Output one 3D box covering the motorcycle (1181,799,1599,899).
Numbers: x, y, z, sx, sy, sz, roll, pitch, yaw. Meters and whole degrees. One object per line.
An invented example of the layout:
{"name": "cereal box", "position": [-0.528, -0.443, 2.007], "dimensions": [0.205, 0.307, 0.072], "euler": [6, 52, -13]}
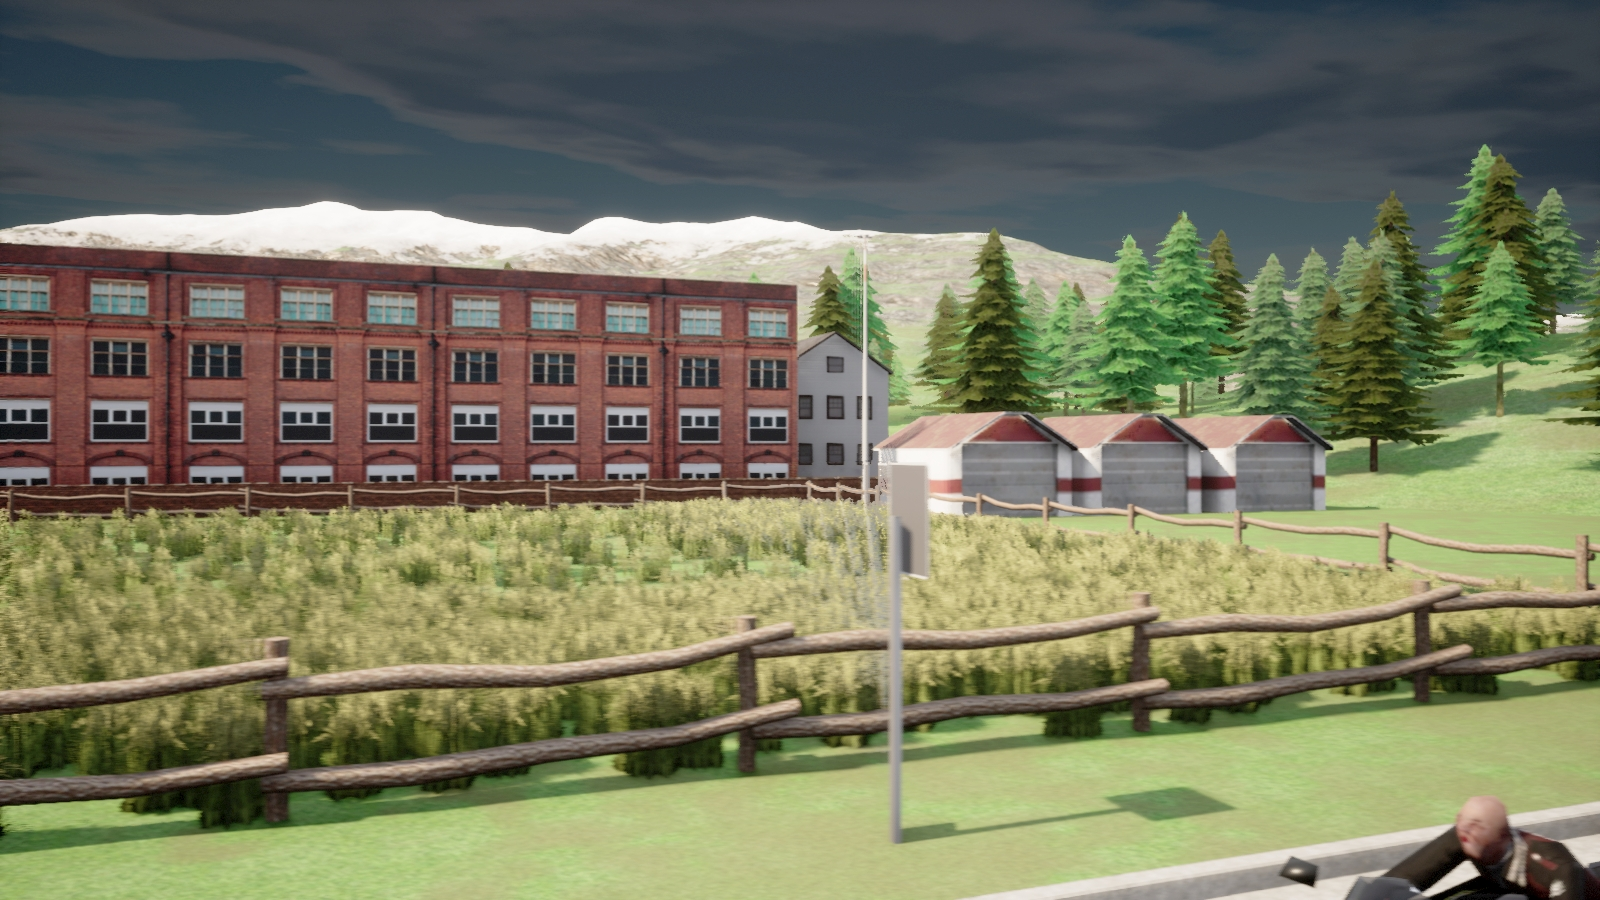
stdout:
{"name": "motorcycle", "position": [2.647, 2.201, 4.358], "dimensions": [2.209, 1.251, 0.867], "euler": [0, 0, -20]}
